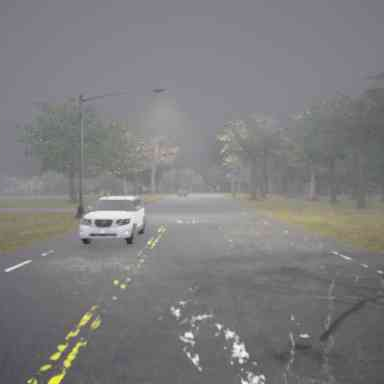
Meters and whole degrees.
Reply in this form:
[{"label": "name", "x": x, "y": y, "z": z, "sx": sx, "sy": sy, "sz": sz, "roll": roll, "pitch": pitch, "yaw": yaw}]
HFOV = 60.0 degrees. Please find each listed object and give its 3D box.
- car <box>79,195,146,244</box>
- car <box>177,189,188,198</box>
[{"label": "car", "x": -3.531, "y": 1.195, "z": 15.886, "sx": 2.150, "sy": 2.045, "sz": 5.566, "roll": 0, "pitch": 0, "yaw": 0}, {"label": "car", "x": -2.166, "y": 0.238, "z": 75.794, "sx": 2.150, "sy": 2.045, "sz": 5.566, "roll": 0, "pitch": 1, "yaw": 2}]
